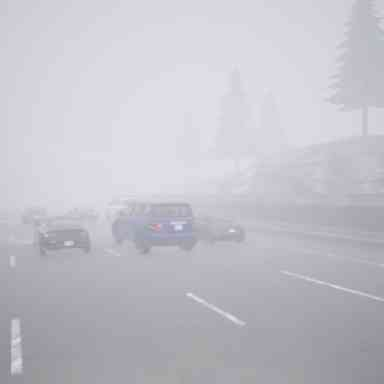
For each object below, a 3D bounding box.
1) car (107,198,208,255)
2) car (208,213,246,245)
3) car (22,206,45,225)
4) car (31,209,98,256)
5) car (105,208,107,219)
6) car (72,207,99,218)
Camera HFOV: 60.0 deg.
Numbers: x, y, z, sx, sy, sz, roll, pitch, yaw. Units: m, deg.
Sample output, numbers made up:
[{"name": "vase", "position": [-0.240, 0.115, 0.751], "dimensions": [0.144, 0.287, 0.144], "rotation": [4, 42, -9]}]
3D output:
[{"name": "car", "position": [-1.772, 1.381, 14.396], "dimensions": [2.150, 2.045, 5.566], "rotation": [0, 0, -29]}, {"name": "car", "position": [0.863, 1.750, 16.875], "dimensions": [1.994, 1.385, 4.181], "rotation": [0, -1, -28]}, {"name": "car", "position": [-12.516, 1.841, 26.663], "dimensions": [1.994, 1.385, 4.181], "rotation": [0, -1, -28]}, {"name": "car", "position": [-5.479, 1.671, 13.894], "dimensions": [1.812, 1.442, 4.674], "rotation": [0, 0, -28]}, {"name": "car", "position": [-5.971, 1.537, 29.259], "dimensions": [2.150, 2.045, 5.566], "rotation": [0, 0, -29]}, {"name": "car", "position": [-9.345, 1.897, 28.146], "dimensions": [1.895, 1.301, 4.718], "rotation": [0, -1, -28]}]
